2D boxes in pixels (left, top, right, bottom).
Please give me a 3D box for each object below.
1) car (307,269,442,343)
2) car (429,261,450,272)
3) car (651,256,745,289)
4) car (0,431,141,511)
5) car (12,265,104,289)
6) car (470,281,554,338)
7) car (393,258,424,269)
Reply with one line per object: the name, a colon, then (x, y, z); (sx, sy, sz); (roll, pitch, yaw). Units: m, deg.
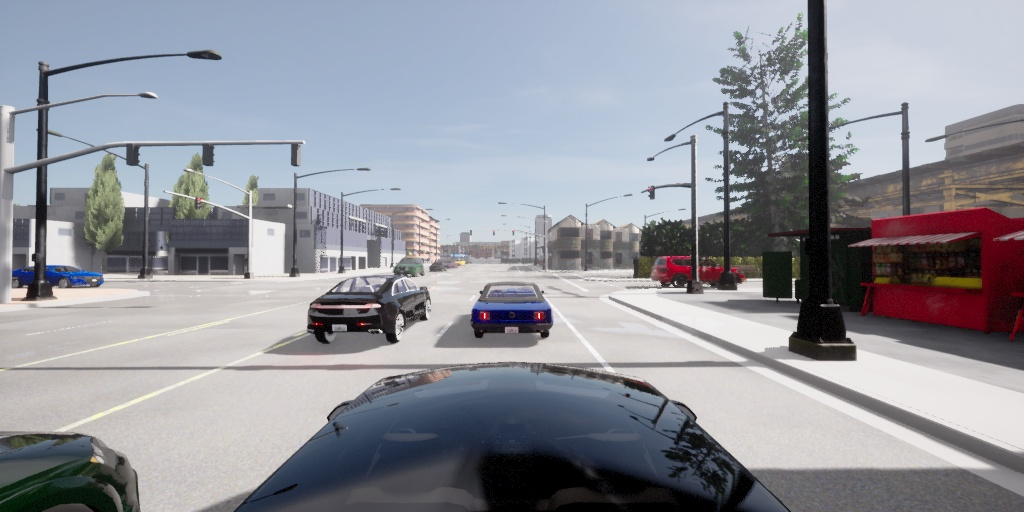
car: (-3.511, 1.257, 9.707); (2.128, 1.511, 4.902); (0, 0, 0)
car: (-11.119, 1.645, 54.022); (1.882, 1.535, 5.008); (0, 0, 0)
car: (12.038, 1.054, 23.487); (5.566, 2.045, 2.150); (0, -1, 0)
car: (-3.373, 1.314, 0.538); (1.994, 1.385, 4.181); (0, 0, -1)
car: (-29.746, 1.316, 23.405); (5.008, 1.535, 1.882); (0, -1, 0)
car: (-0.010, 1.365, 10.185); (1.895, 1.301, 4.718); (0, 0, 0)
car: (-10.968, 1.257, 38.437); (2.150, 2.045, 5.566); (0, -1, -1)
